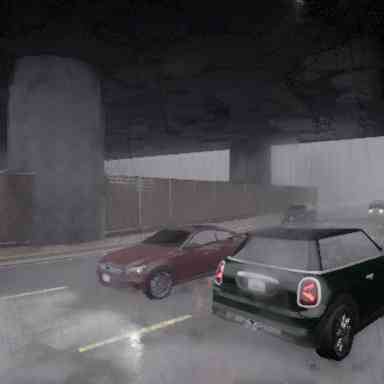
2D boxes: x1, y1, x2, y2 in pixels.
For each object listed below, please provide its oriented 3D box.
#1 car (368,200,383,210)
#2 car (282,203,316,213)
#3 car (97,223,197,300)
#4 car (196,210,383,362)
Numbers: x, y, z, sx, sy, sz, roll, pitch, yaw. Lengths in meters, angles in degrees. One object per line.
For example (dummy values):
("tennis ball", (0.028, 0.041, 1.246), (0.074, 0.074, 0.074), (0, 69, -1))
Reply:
("car", (26.256, 1.775, 47.048), (1.994, 1.385, 4.181), (-1, -1, 32))
("car", (8.247, 1.656, 25.444), (1.837, 1.490, 4.892), (-1, -1, 32))
("car", (-0.169, 1.600, 8.807), (4.674, 1.442, 1.812), (0, 0, -44))
("car", (2.507, 1.389, 6.303), (4.553, 1.767, 2.097), (0, -1, -43))
